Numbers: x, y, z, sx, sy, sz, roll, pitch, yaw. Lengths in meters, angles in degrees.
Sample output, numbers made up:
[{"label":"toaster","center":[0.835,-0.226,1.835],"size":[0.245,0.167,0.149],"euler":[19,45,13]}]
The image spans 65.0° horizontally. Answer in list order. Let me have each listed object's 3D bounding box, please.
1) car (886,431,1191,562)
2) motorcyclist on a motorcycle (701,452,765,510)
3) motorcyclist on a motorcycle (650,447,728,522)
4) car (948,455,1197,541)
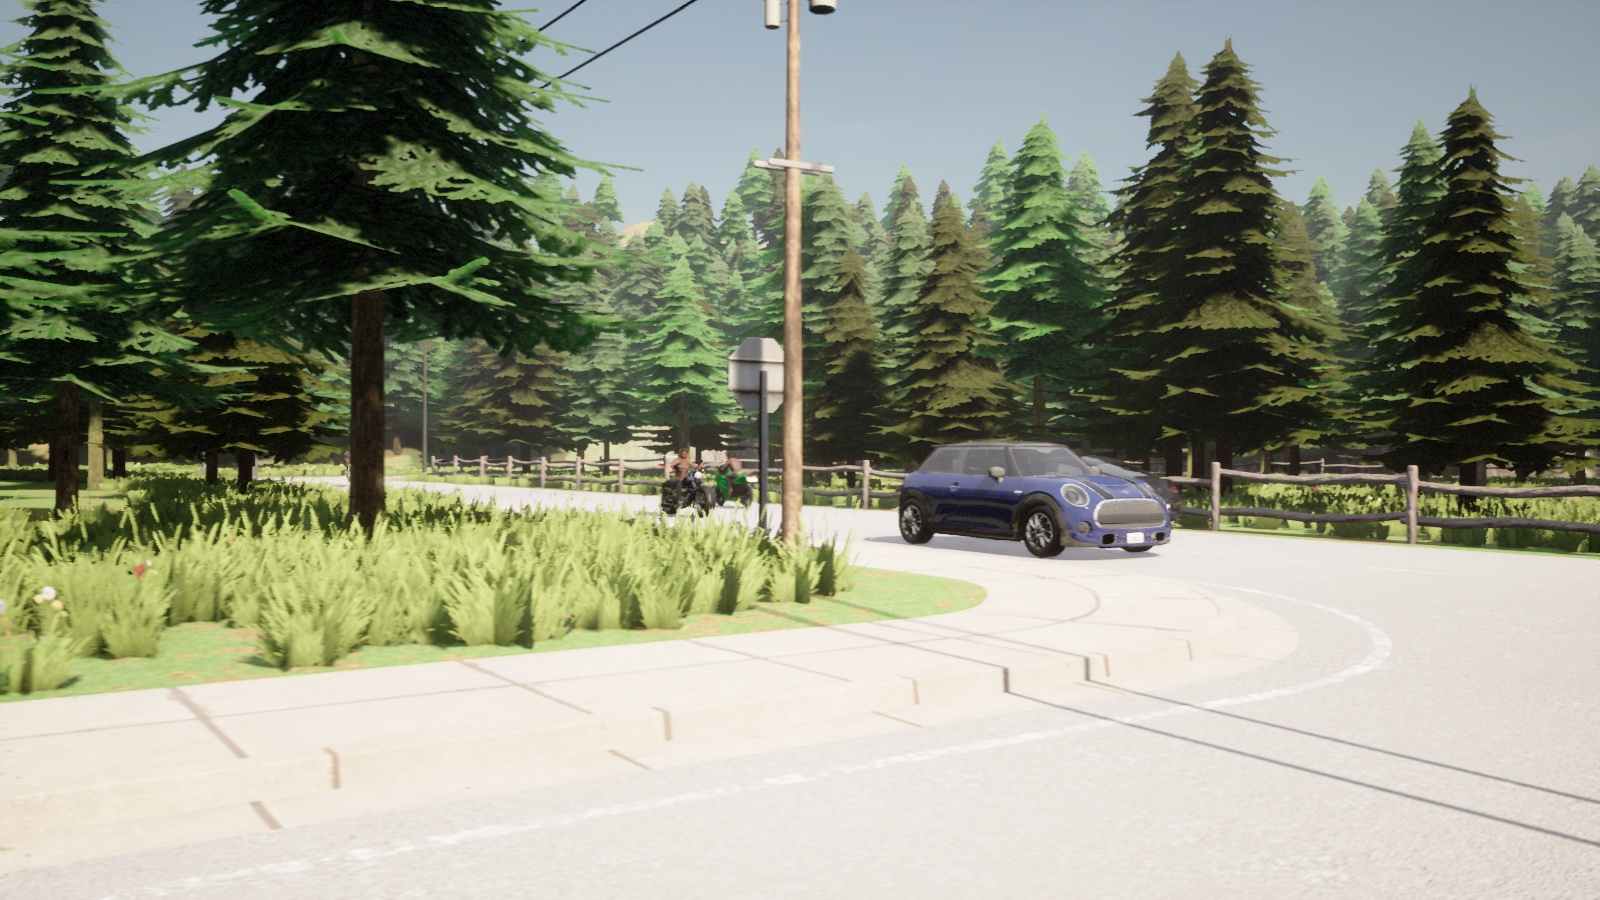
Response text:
[{"label":"car","center":[3.516,0.632,19.399],"size":[2.097,1.767,4.553],"euler":[0,0,-32]},{"label":"motorcyclist on a motorcycle","center":[-1.851,0.815,34.191],"size":[0.797,1.523,2.044],"euler":[0,0,-34]},{"label":"motorcyclist on a motorcycle","center":[-2.586,0.761,28.978],"size":[0.766,1.649,2.350],"euler":[0,0,-33]},{"label":"car","center":[4.975,0.813,23.617],"size":[1.812,1.442,4.674],"euler":[0,0,-32]}]
